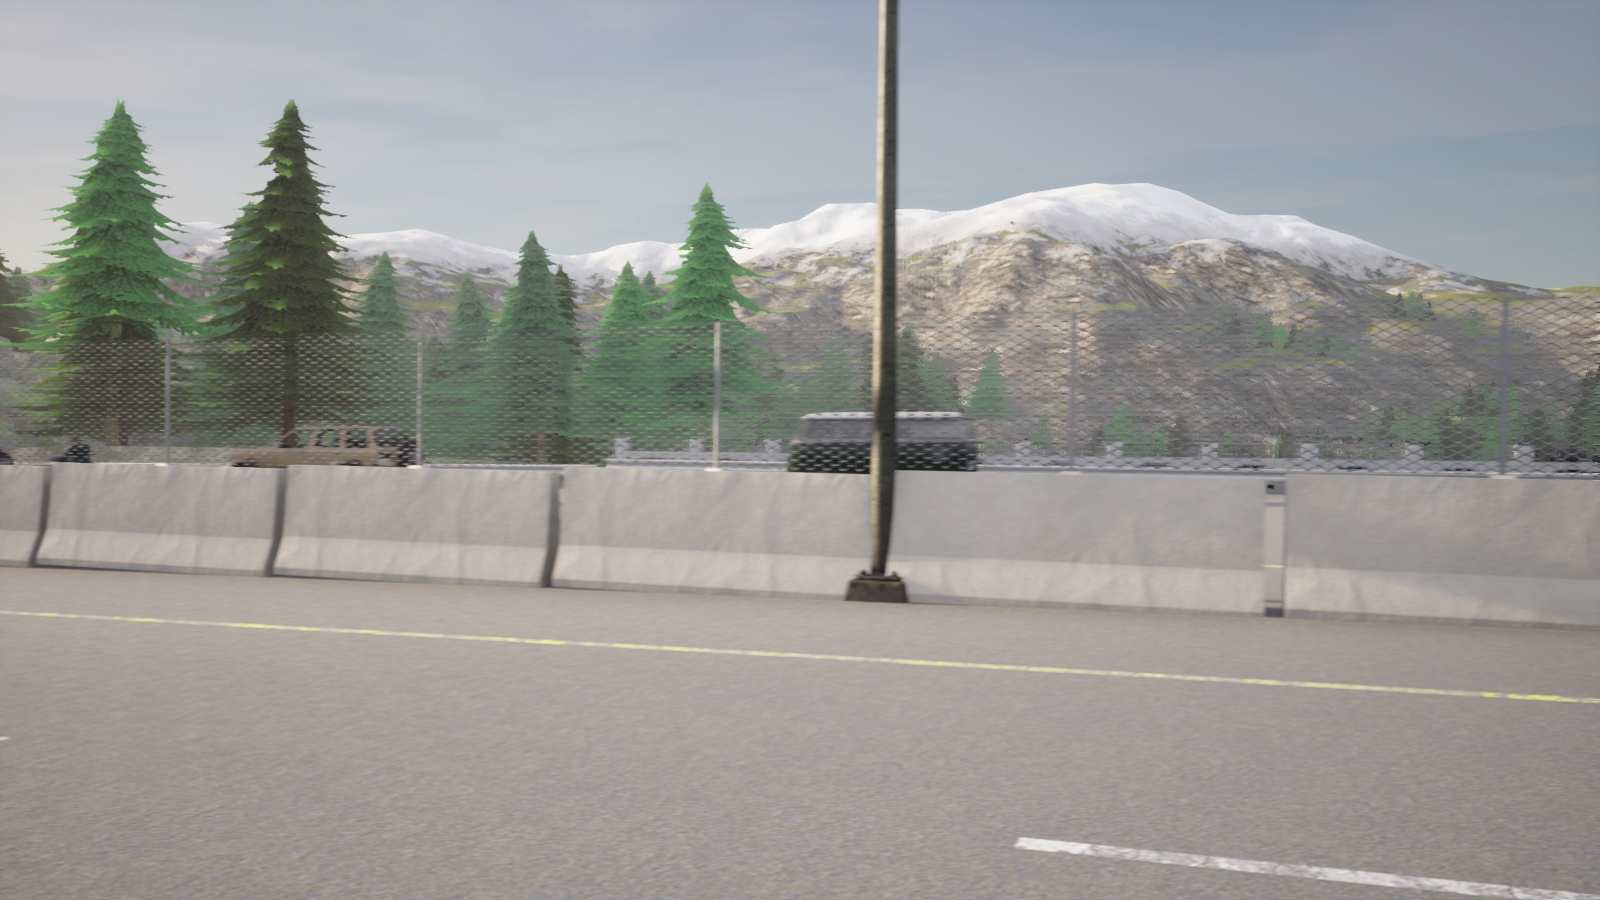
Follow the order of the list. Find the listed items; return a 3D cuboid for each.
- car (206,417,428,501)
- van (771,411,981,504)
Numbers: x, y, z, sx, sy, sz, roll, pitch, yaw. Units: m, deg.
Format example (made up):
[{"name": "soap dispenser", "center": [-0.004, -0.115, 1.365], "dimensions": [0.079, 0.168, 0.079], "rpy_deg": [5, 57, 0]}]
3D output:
[{"name": "car", "center": [-11.178, 0.168, 29.098], "dimensions": [4.605, 1.855, 1.932], "rpy_deg": [0, 1, 18]}, {"name": "van", "center": [1.737, 0.138, 28.452], "dimensions": [4.442, 1.987, 1.775], "rpy_deg": [0, 1, 19]}]
